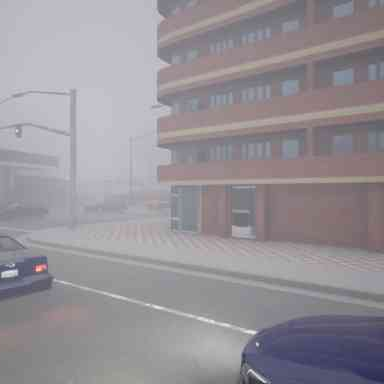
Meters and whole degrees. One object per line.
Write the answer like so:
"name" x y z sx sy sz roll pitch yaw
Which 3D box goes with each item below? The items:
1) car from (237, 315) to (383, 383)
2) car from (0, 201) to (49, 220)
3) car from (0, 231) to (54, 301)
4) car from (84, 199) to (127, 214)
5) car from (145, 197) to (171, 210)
"car" 2.548 1.536 2.176 4.674 1.442 1.812 0 0 35
"car" -14.393 1.523 27.967 1.812 1.442 4.674 0 0 34
"car" -5.305 1.545 7.672 5.357 1.411 2.033 0 0 38
"car" -9.202 1.494 35.609 1.882 1.535 5.008 0 0 34
"car" -4.011 1.389 43.221 2.097 1.767 4.553 0 0 34
